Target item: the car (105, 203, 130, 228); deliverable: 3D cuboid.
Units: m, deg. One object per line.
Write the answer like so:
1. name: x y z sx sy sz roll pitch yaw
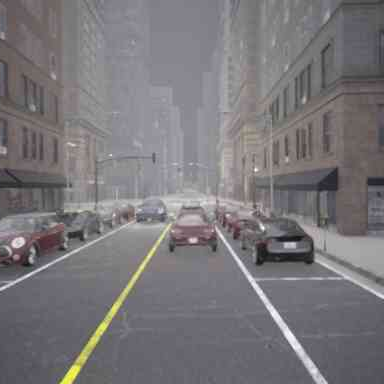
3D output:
1. car: -5.800 1.602 22.382 2.008 1.369 4.403 -1 0 0

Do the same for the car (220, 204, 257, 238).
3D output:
1. car: 2.734 1.506 16.891 1.887 1.381 4.507 -1 0 0

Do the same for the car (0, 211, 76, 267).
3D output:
1. car: -5.783 1.496 11.371 1.967 1.590 4.097 -1 0 0

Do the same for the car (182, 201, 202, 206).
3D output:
1. car: -0.006 1.478 25.923 2.128 1.511 4.902 -1 0 1

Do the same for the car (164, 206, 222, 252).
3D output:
1. car: 0.042 1.518 13.879 1.812 1.442 4.674 -1 0 0

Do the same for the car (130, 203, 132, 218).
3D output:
1. car: -5.810 1.593 27.887 1.887 1.381 4.507 -1 0 0

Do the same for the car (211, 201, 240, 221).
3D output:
1. car: 2.714 1.502 27.902 1.887 1.381 4.507 -1 0 0

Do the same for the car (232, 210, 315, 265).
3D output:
1. car: 2.744 1.530 11.387 1.947 1.339 4.313 -1 0 0

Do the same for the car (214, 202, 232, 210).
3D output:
1. car: 2.724 1.504 22.397 1.887 1.381 4.507 -1 0 0

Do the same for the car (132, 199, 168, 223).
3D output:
1. car: -3.035 1.371 25.918 2.097 1.767 4.553 -1 0 0

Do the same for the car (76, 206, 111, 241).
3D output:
1. car: -5.790 1.619 16.877 1.947 1.339 4.313 -1 0 0
